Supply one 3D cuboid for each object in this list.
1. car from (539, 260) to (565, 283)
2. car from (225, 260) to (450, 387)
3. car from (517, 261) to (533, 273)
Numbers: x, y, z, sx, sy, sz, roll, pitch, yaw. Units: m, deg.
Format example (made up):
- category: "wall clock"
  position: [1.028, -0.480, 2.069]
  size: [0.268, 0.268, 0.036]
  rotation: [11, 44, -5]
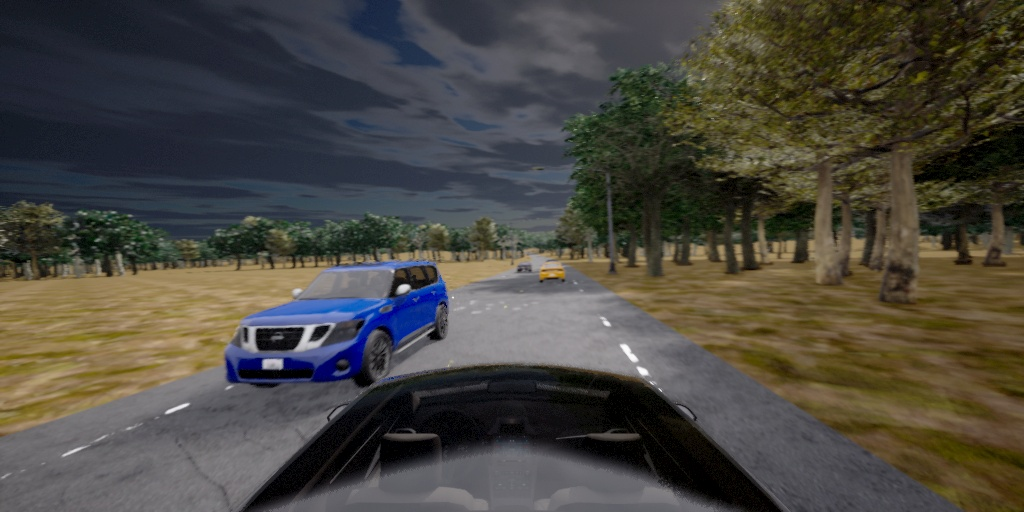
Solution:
- category: "car"
  position: [3.271, 1.242, 29.120]
  size: [1.882, 1.535, 5.008]
  rotation: [-3, 0, 7]
- category: "car"
  position: [-3.018, 1.153, 7.756]
  size: [2.150, 2.045, 5.566]
  rotation: [-3, 0, 7]
- category: "car"
  position: [1.764, 1.455, 48.240]
  size: [2.033, 1.411, 5.357]
  rotation: [-3, 0, 7]
